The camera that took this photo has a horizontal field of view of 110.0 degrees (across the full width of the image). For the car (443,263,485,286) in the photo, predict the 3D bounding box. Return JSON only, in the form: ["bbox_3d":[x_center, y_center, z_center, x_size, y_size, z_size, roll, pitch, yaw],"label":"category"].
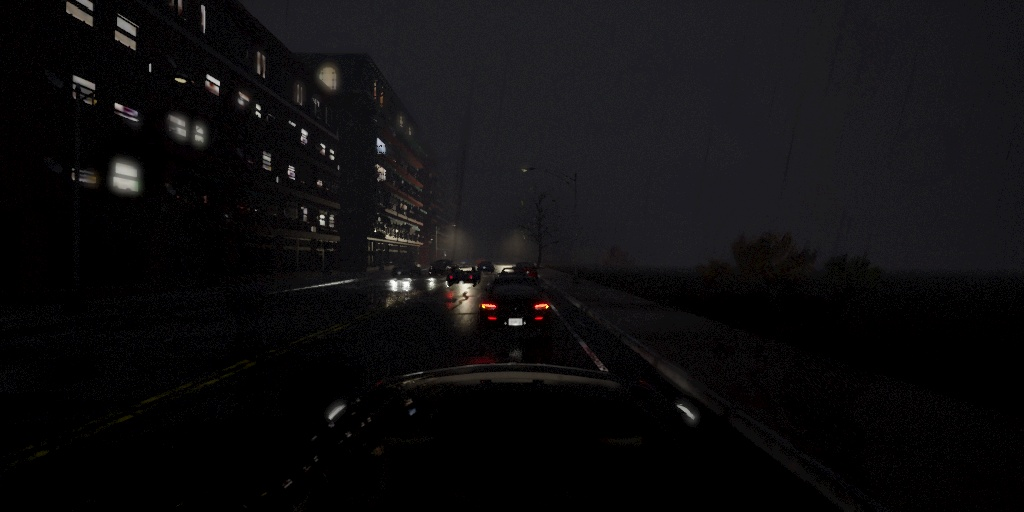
[{"bbox_3d":[-3.199,1.354,24.718,1.895,1.301,4.718,0,0,0],"label":"car"}]

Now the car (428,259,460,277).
[{"bbox_3d":[-6.672,1.106,34.826,2.097,1.767,4.553,0,0,0],"label":"car"}]

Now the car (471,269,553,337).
[{"bbox_3d":[0.074,1.277,10.155,1.812,1.442,4.674,0,0,0],"label":"car"}]

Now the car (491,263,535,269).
[{"bbox_3d":[0.061,1.317,20.322,1.994,1.385,4.181,0,0,0],"label":"car"}]

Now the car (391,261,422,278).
[{"bbox_3d":[-9.920,1.245,34.007,2.128,1.511,4.902,0,0,0],"label":"car"}]

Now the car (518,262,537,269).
[{"bbox_3d":[1.077,1.232,29.850,1.882,1.535,5.008,0,0,0],"label":"car"}]

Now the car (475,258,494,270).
[{"bbox_3d":[-3.233,1.315,43.844,1.994,1.385,4.181,0,0,-1],"label":"car"}]
